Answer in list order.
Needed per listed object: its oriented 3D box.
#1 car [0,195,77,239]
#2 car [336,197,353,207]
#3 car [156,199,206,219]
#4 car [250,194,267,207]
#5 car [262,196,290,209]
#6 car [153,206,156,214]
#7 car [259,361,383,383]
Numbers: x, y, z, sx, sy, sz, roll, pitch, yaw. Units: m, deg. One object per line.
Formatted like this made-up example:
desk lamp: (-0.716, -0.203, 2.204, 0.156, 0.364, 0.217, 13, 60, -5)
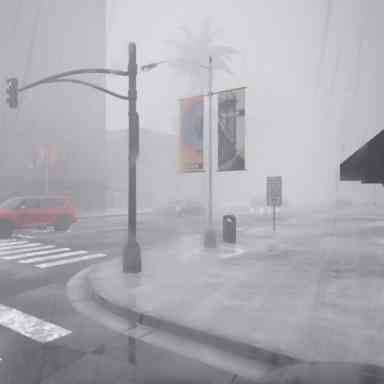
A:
car: (-8.886, 1.234, 17.839, 2.150, 2.045, 5.566, 0, 0, 33)
car: (24.754, 1.621, 54.046, 2.128, 1.511, 4.902, 0, 0, 35)
car: (-0.707, 1.389, 29.602, 2.097, 1.767, 4.553, 0, 0, 35)
car: (11.070, 1.307, 51.753, 2.150, 2.045, 5.566, 0, 0, 35)
car: (12.658, 1.636, 48.404, 2.033, 1.411, 5.357, 0, 0, 36)
car: (-1.827, 1.638, 33.651, 1.895, 1.301, 4.718, 0, 0, 35)
car: (2.166, 1.551, 1.301, 4.403, 1.369, 2.008, 0, 0, 36)
